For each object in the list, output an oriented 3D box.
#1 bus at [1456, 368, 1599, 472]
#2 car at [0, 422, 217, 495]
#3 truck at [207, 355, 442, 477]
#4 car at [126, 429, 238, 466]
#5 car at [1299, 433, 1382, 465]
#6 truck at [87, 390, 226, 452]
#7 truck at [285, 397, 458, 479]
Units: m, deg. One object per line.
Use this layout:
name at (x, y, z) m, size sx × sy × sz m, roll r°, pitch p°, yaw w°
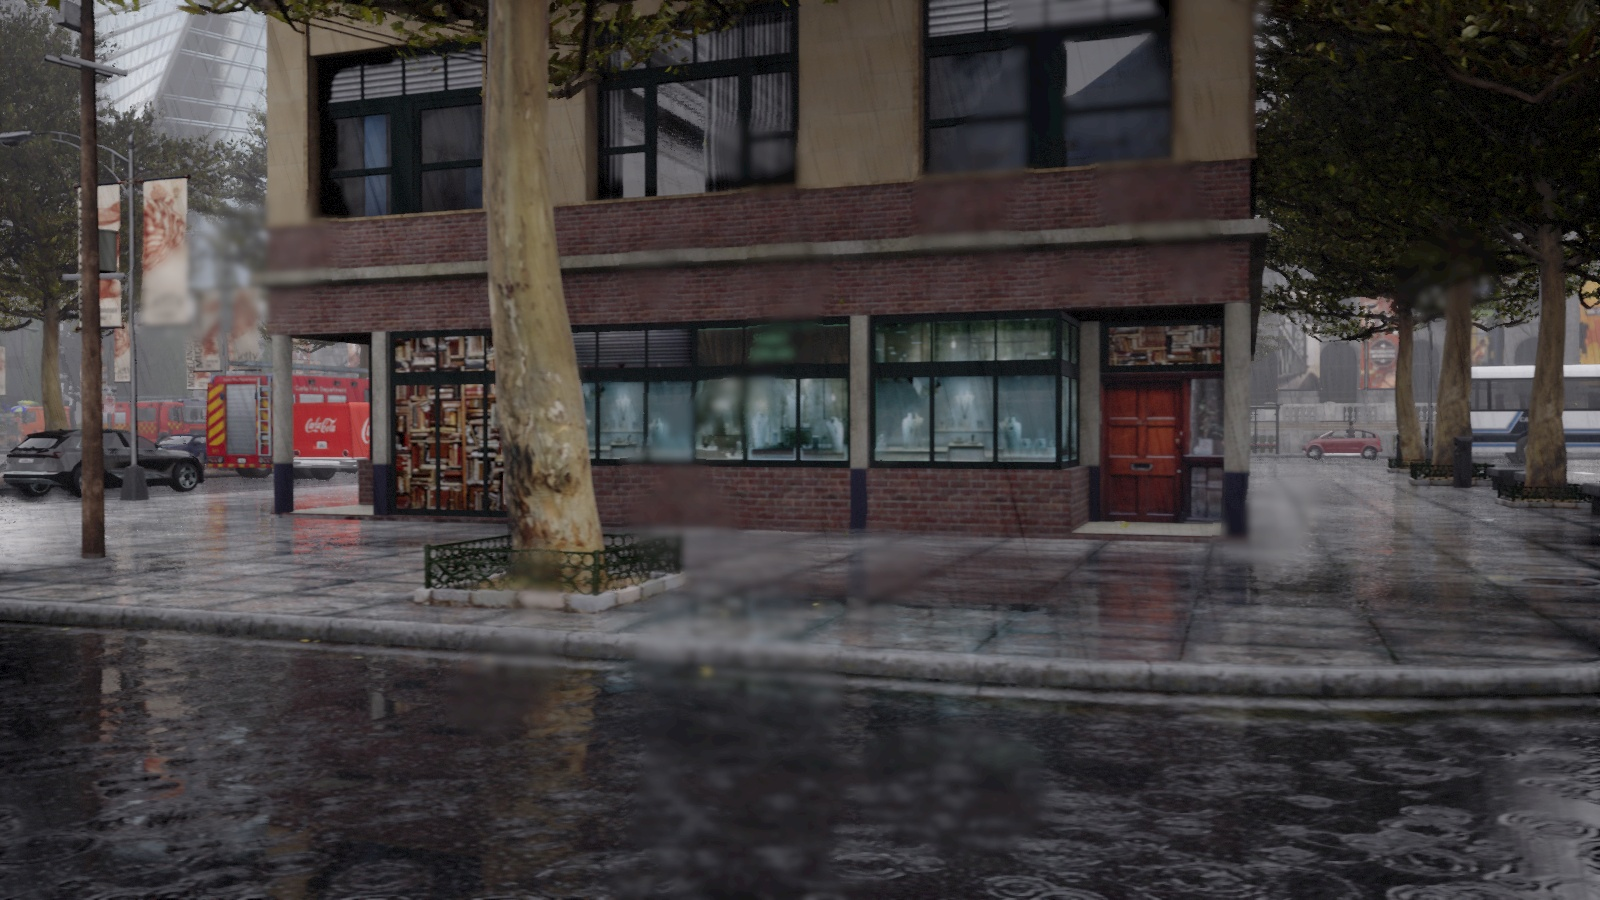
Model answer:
bus at (33.777, -1.234, 53.062) m, size 10.273 × 4.253 × 3.944 m, roll 1°, pitch 1°, yaw 20°
car at (-17.167, 0.151, 31.202) m, size 2.033 × 1.649 × 4.856 m, roll 1°, pitch 1°, yaw 20°
truck at (-16.318, -1.149, 43.989) m, size 2.891 × 3.827 × 8.468 m, roll 1°, pitch 1°, yaw 20°
car at (-25.334, -0.133, 51.656) m, size 1.812 × 1.442 × 4.674 m, roll 0°, pitch 1°, yaw 8°
car at (27.060, -0.078, 62.980) m, size 3.705 × 1.549 × 1.789 m, roll 1°, pitch 1°, yaw 20°
truck at (-41.189, -1.881, 80.389) m, size 8.468 × 3.827 × 2.891 m, roll 1°, pitch 1°, yaw 20°
truck at (-13.776, -0.404, 40.746) m, size 2.627 × 2.467 × 5.204 m, roll 1°, pitch 1°, yaw 20°
